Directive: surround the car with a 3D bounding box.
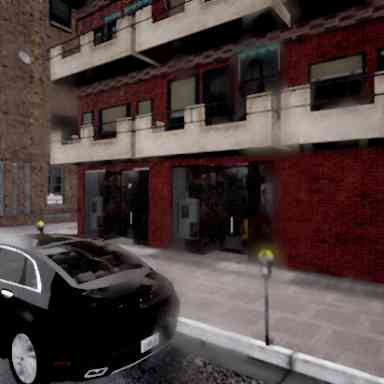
[{"bbox_3d":[-2.441,1.408,5.174,4.892,1.490,1.837,1,1,35],"label":"car"}]
